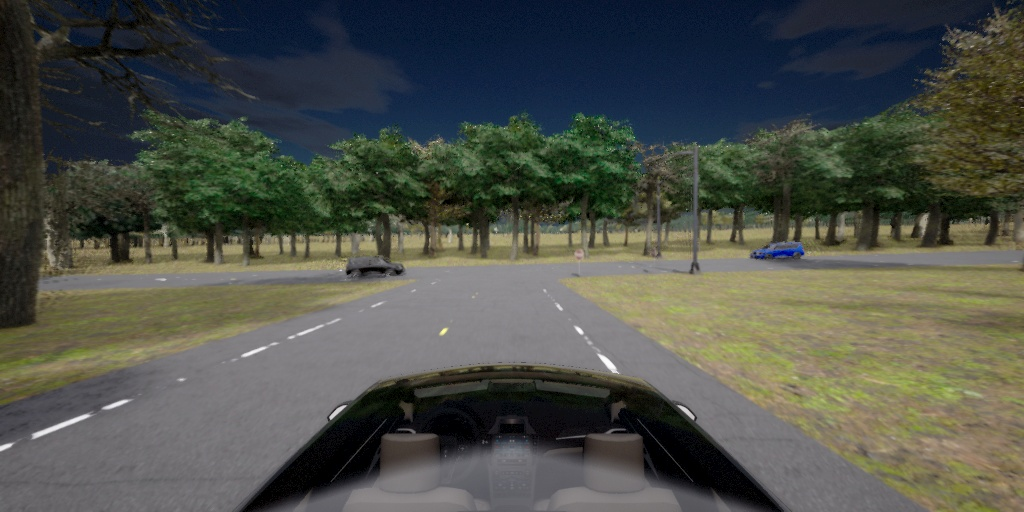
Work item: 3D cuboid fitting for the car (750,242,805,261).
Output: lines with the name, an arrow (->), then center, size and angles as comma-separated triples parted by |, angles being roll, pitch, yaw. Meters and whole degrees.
car -> 31.380, -0.496, 42.442 | 5.566, 2.045, 2.150 | -3, 4, 0

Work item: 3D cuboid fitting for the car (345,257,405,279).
car -> -13.477, 1.095, 35.338 | 5.566, 2.045, 2.150 | -2, 4, 0
